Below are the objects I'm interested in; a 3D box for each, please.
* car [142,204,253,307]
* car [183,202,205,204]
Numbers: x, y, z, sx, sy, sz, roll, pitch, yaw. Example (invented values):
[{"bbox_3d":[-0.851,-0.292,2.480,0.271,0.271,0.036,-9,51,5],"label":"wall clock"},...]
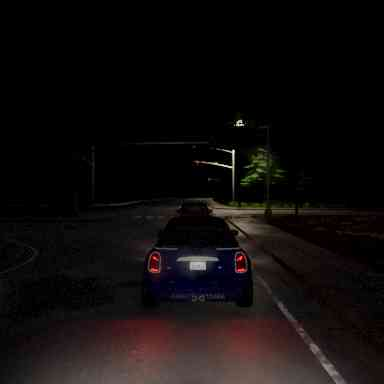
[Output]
[{"bbox_3d":[0.106,1.347,8.116,2.097,1.767,4.553,0,0,0],"label":"car"},{"bbox_3d":[0.116,1.338,18.237,2.097,1.767,4.553,0,0,0],"label":"car"}]
